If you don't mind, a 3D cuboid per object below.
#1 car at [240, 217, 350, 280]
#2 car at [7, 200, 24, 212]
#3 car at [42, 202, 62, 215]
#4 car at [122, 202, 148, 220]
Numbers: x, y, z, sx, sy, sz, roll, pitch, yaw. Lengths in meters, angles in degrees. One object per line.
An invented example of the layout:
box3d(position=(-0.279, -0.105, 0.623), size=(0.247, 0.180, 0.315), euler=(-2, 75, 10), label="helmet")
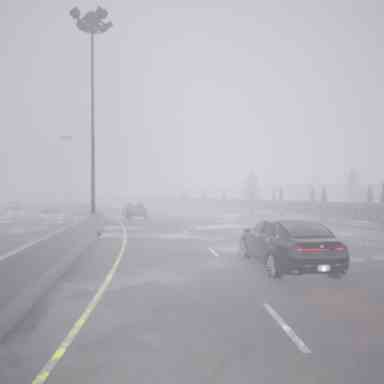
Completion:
box3d(position=(2.829, 1.542, 10.170), size=(1.837, 1.490, 4.892), euler=(0, 0, -6), label="car")
box3d(position=(-25.427, 1.994, 47.892), size=(1.837, 1.490, 4.892), euler=(0, 0, -33), label="car")
box3d(position=(-16.788, 1.882, 39.833), size=(1.812, 1.442, 4.674), euler=(0, 0, -26), label="car")
box3d(position=(-5.401, 1.698, 31.124), size=(2.128, 1.511, 4.902), euler=(0, 0, -18), label="car")
